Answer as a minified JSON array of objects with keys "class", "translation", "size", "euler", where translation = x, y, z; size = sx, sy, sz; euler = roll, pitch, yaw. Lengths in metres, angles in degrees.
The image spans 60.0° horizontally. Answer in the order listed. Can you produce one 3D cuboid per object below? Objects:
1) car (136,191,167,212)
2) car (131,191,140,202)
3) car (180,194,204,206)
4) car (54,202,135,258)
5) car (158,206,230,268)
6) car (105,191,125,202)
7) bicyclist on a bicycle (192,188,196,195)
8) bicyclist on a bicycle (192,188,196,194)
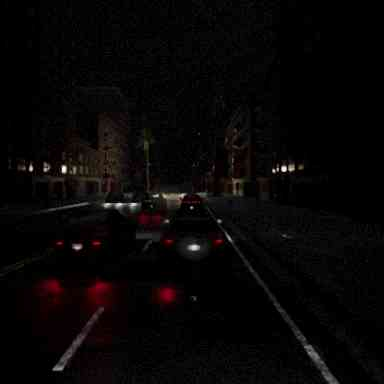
[{"class":"car","translation":[-3.273,0.902,29.260],"size":[2.128,1.511,4.902],"euler":[0,1,0]},{"class":"car","translation":[-6.756,0.615,43.860],"size":[1.837,1.490,4.892],"euler":[0,1,0]},{"class":"car","translation":[-0.023,0.919,29.120],"size":[1.837,1.490,4.892],"euler":[0,2,0]},{"class":"car","translation":[-3.206,1.295,11.604],"size":[1.812,1.442,4.674],"euler":[0,1,0]},{"class":"car","translation":[0.041,1.356,10.520],"size":[1.994,1.385,4.181],"euler":[0,1,0]},{"class":"car","translation":[-10.005,0.641,43.587],"size":[1.812,1.442,4.674],"euler":[0,1,0]},{"class":"bicyclist on a bicycle","translation":[0.556,-0.171,85.362],"size":[0.866,1.612,1.509],"euler":[0,1,0]},{"class":"bicyclist on a bicycle","translation":[0.597,-0.017,76.365],"size":[0.582,1.620,1.656],"euler":[0,1,0]}]
